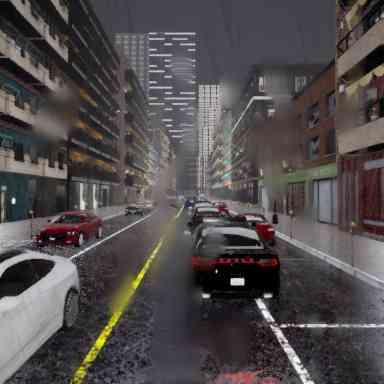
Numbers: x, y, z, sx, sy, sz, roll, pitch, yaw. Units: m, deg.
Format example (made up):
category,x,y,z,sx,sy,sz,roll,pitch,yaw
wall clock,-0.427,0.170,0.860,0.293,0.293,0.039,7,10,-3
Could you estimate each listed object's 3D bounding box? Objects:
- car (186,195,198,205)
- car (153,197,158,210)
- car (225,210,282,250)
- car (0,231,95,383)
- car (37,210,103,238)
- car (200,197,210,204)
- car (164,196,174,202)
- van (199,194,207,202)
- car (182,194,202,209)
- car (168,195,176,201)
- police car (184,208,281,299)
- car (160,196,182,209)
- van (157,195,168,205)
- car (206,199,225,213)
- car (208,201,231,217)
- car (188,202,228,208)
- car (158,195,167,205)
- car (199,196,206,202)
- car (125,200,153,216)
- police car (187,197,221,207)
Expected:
category,x,y,z,sx,sy,sz,roll,pitch,yaw
car,0.014,1.400,59.545,2.097,1.767,4.553,0,0,0
car,-5.299,1.547,37.488,1.752,1.417,4.829,1,0,0
car,2.575,1.587,14.907,1.802,1.307,4.206,1,0,0
car,-2.848,1.526,4.123,1.812,1.442,4.674,0,0,0
car,-5.304,1.550,14.897,1.887,1.381,4.507,1,0,0
car,2.586,1.641,66.114,1.802,1.307,4.206,0,0,0
car,-5.291,1.627,77.486,1.887,1.381,4.507,0,0,0
van,2.591,1.423,77.494,1.690,1.788,3.998,0,0,0
car,0.024,1.382,46.106,2.097,1.767,4.553,0,0,0
car,-5.288,1.652,88.866,1.887,1.381,4.507,0,0,0
police car,0.827,1.427,8.629,1.930,1.638,5.238,0,0,0
car,-2.840,1.577,45.635,2.033,1.411,5.357,0,0,0
van,-5.293,1.391,60.416,1.690,1.788,3.998,1,0,0
car,2.581,1.567,37.667,1.887,1.381,4.507,1,0,0
car,2.579,1.599,31.977,1.802,1.307,4.206,1,0,0
car,0.829,1.512,18.521,1.837,1.490,4.892,0,0,0
car,-5.296,1.586,54.727,1.887,1.381,4.507,1,0,0
car,2.591,1.620,83.353,1.752,1.417,4.829,0,0,0
car,-5.301,1.568,31.967,2.008,1.369,4.403,1,0,0
police car,0.831,1.436,24.630,1.930,1.638,5.238,0,0,0
